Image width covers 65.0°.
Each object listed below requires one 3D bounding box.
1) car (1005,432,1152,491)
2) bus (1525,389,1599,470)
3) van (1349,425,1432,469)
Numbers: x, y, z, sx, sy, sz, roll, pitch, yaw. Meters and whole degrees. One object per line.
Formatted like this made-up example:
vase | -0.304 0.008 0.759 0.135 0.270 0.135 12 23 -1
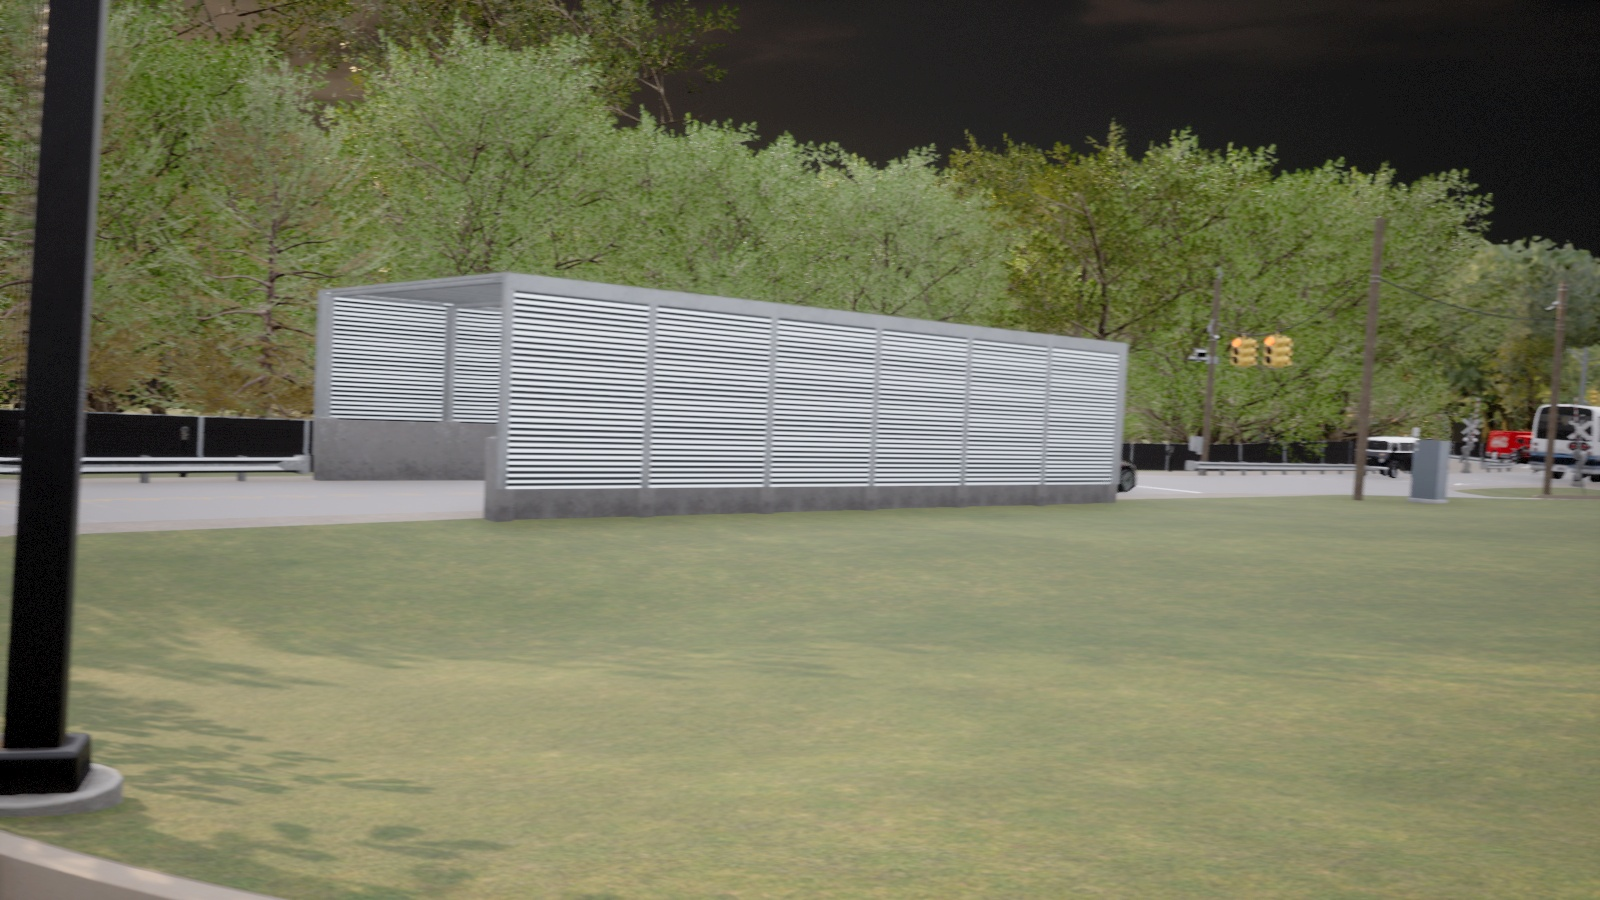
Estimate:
car | 8.851 0.322 39.710 4.856 1.649 2.033 0 3 -43
bus | 46.089 -1.195 72.581 10.273 4.253 3.944 0 4 -42
van | 29.475 -0.190 62.634 4.480 2.038 2.069 0 3 -42
